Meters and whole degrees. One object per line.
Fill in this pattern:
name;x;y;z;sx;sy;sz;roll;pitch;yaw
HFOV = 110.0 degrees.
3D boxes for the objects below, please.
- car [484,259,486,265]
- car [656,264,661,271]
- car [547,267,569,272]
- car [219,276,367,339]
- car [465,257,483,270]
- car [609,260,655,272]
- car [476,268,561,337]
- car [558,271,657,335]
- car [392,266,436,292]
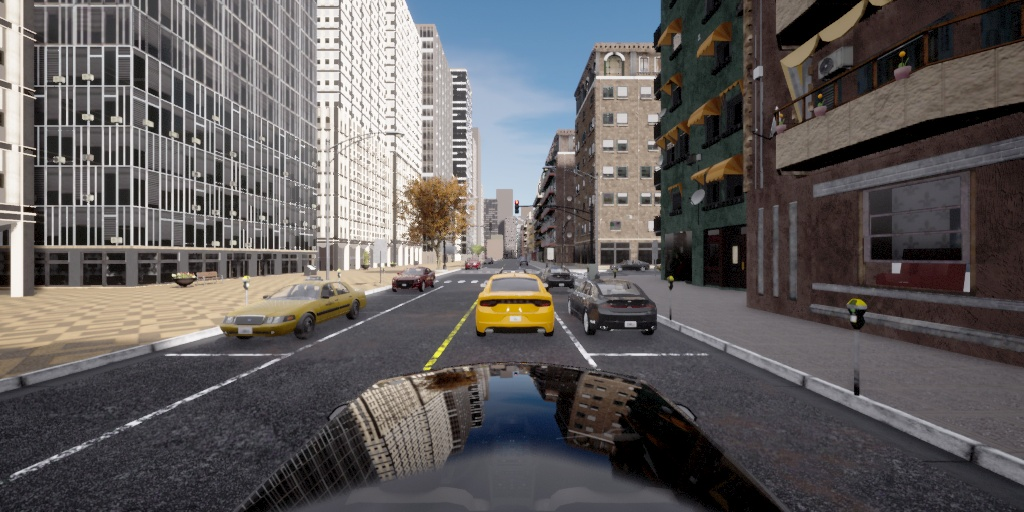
car;-5.823;1.357;59.225;1.948;1.339;4.313;0;0;0
car;18.743;1.006;40.841;4.829;1.417;1.751;0;0;-1
car;2.644;1.305;21.333;2.007;1.370;4.403;0;0;0
car;-5.710;1.276;10.079;1.751;1.417;4.829;0;0;0
car;-5.810;1.099;53.702;2.192;1.841;5.009;0;0;0
car;13.346;1.109;40.774;4.403;1.370;2.007;0;0;-1
car;0.069;1.228;10.360;1.882;1.535;5.008;0;0;0
car;2.669;1.301;10.268;2.007;1.370;4.403;0;0;0
car;-5.736;1.300;21.314;1.888;1.381;4.507;0;0;0
